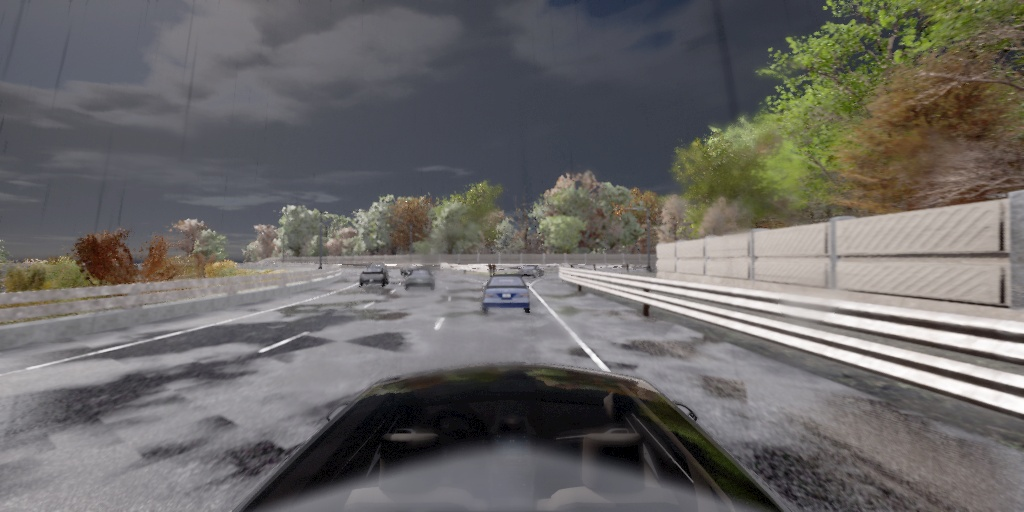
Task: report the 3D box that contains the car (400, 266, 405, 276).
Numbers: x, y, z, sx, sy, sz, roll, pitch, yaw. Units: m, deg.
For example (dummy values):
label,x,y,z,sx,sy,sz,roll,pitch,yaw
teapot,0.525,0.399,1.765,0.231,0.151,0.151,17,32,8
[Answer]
label,x,y,z,sx,sy,sz,roll,pitch,yaw
car,-12.722,1.885,44.482,1.895,1.301,4.718,0,-1,-23

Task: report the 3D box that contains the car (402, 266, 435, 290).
label,x,y,z,sx,sy,sz,roll,pitch,yaw
car,-6.506,1.611,25.610,1.994,1.385,4.181,0,-1,-13

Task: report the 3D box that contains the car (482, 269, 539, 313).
label,x,y,z,sx,sy,sz,roll,pitch,yaw
car,-0.240,1.454,14.961,2.033,1.411,5.357,0,-1,-1

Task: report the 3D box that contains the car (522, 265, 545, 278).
label,x,y,z,sx,sy,sz,roll,pitch,yaw
car,2.197,1.735,39.482,2.033,1.411,5.357,0,-1,19

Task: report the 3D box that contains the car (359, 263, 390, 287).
label,x,y,z,sx,sy,sz,roll,pitch,yaw
car,-10.726,1.580,28.107,2.128,1.511,4.902,0,-1,-15
